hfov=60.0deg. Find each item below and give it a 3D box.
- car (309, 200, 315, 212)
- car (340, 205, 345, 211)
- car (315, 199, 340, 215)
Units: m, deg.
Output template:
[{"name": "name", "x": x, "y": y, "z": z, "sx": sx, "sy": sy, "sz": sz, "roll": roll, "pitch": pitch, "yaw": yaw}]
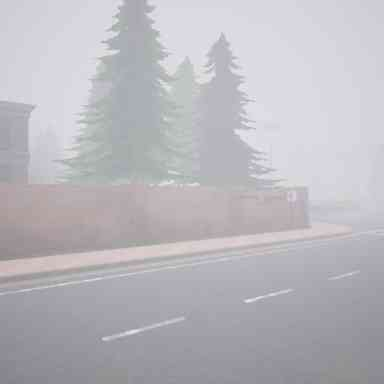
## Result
[{"name": "car", "x": 8.847, "y": 1.222, "z": 32.909, "sx": 2.150, "sy": 2.045, "sz": 5.566, "roll": 0, "pitch": 0, "yaw": -35}, {"name": "car", "x": 14.260, "y": 1.547, "z": 37.376, "sx": 2.033, "sy": 1.411, "sz": 5.357, "roll": 0, "pitch": 0, "yaw": -35}, {"name": "car", "x": 12.226, "y": 1.525, "z": 34.193, "sx": 1.812, "sy": 1.442, "sz": 4.674, "roll": 0, "pitch": 0, "yaw": -35}]
